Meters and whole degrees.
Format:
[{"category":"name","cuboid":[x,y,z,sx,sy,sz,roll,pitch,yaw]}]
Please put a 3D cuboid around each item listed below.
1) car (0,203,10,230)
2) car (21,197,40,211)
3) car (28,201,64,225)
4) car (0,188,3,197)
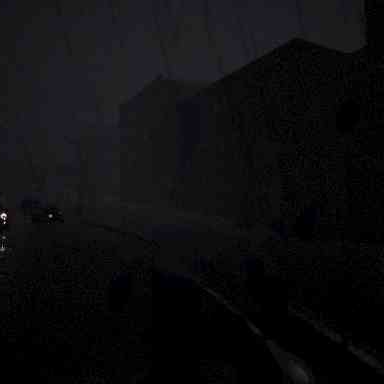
[{"category":"car","cuboid":[-12.912,1.471,21.287,2.097,1.767,4.553,0,0,-30]},{"category":"car","cuboid":[-18.824,1.289,38.923,1.882,1.535,5.008,0,2,-30]},{"category":"car","cuboid":[-11.125,1.663,25.557,1.994,1.385,4.181,0,0,-30]},{"category":"car","cuboid":[-33.596,0.070,57.282,1.837,1.490,4.892,0,5,-30]}]
